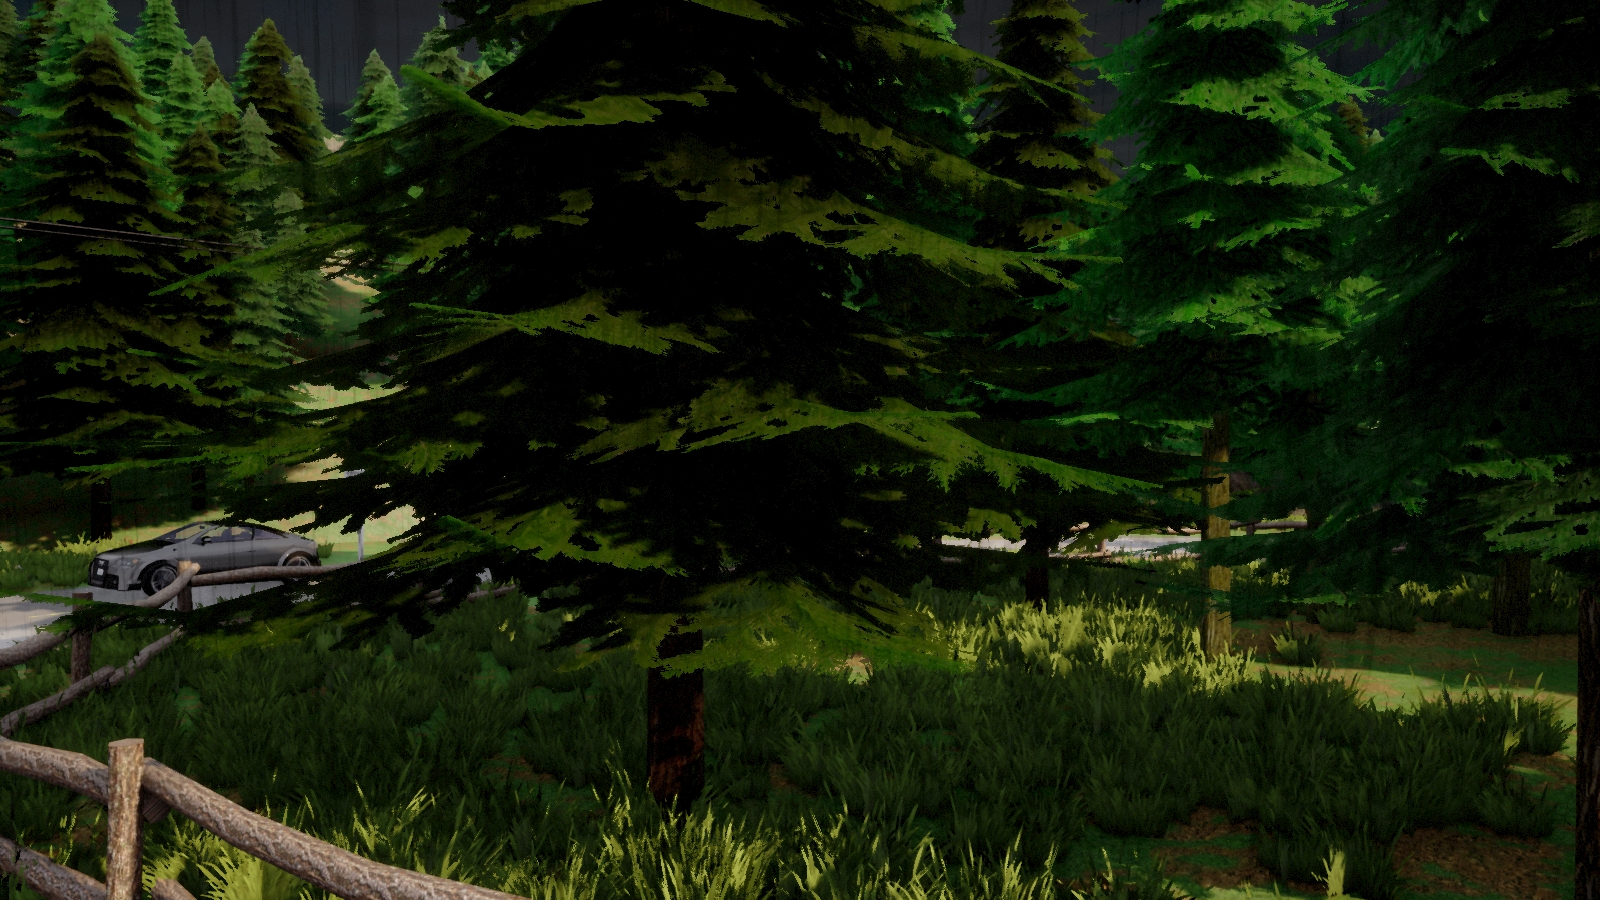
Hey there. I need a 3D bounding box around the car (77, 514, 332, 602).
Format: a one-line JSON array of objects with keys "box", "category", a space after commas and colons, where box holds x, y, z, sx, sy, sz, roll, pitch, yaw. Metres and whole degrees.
[{"box": [-12.055, 2.119, 23.321, 1.994, 1.385, 4.181, 0, 0, 41], "category": "car"}]
